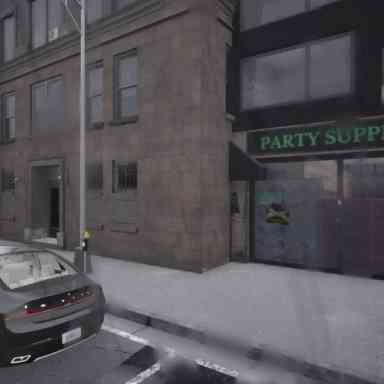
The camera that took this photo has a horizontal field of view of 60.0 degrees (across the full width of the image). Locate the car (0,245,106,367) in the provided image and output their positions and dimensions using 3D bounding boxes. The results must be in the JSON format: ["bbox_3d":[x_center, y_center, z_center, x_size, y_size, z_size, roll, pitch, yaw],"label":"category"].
[{"bbox_3d":[-3.273,1.551,5.413,4.403,1.369,2.008,0,0,36],"label":"car"}]
